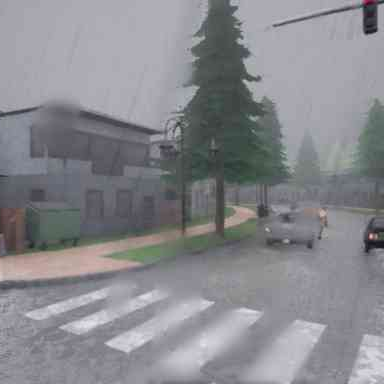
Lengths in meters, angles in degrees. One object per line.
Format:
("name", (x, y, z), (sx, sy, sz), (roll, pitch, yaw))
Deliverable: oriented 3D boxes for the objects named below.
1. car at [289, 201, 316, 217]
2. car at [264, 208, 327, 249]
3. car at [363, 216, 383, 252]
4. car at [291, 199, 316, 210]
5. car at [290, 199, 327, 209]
("car", (10.779, 1.614, 32.790), (1.994, 1.385, 4.181), (0, 0, 10))
("car", (4.703, 1.616, 15.008), (1.895, 1.301, 4.718), (0, 0, 28))
("car", (7.983, 1.614, 13.395), (1.895, 1.301, 4.718), (0, 0, 29))
("car", (15.343, 1.640, 46.075), (1.994, 1.385, 4.181), (0, 0, -1))
("car", (8.196, 1.384, 23.222), (2.097, 1.767, 4.553), (0, 0, 19))
